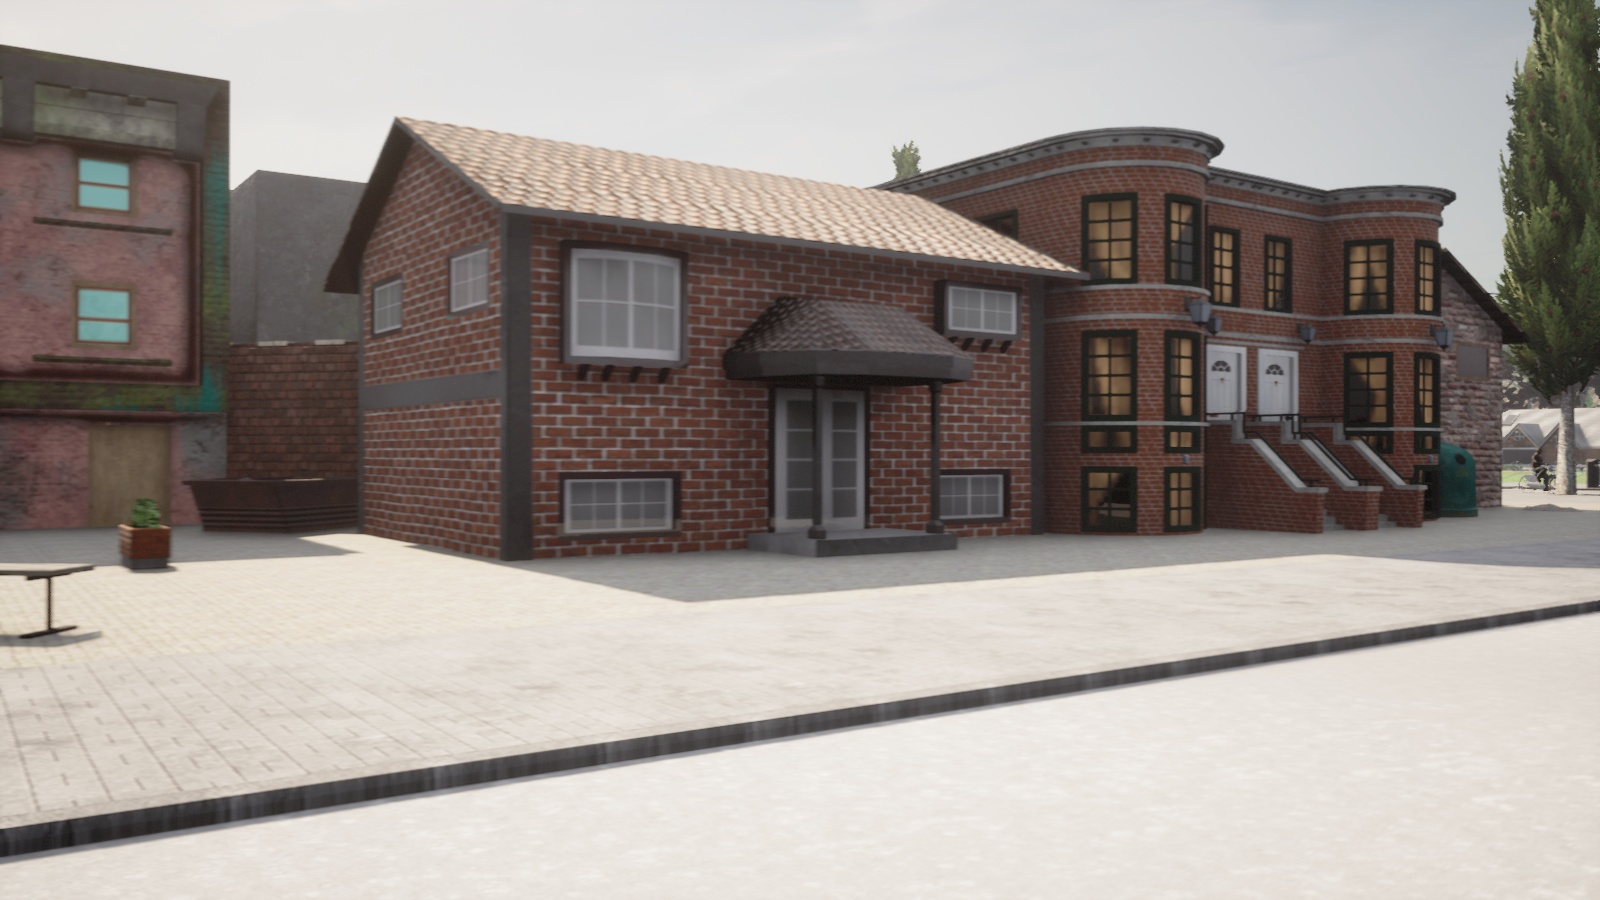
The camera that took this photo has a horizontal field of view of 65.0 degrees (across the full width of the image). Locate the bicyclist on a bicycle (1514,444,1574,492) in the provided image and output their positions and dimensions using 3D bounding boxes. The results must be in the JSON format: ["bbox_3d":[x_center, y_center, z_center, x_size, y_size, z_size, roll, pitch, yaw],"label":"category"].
[{"bbox_3d":[28.219,0.673,47.625,0.659,1.776,1.843,0,0,-35],"label":"bicyclist on a bicycle"}]
